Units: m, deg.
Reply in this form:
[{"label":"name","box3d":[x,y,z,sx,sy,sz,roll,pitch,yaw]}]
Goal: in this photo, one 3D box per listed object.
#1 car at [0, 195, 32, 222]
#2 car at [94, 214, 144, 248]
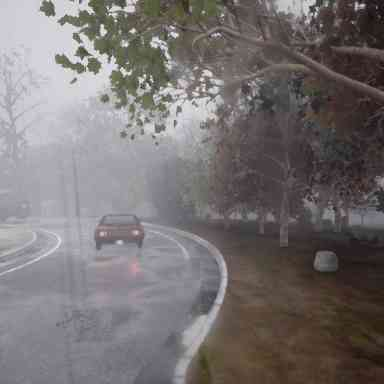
[{"label":"car","box3d":[-15.341,1.222,26.079,5.566,2.045,2.150,0,-1,17]},{"label":"car","box3d":[-3.212,1.599,14.752,1.895,1.301,4.718,0,0,-12]}]
